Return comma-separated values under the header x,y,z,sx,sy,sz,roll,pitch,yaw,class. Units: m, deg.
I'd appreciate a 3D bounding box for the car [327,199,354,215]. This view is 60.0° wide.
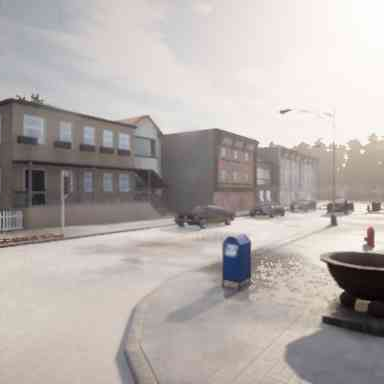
x,y,z,sx,sy,sz,roll,pitch,yaw,class
15.267,1.436,34.113,1.882,1.535,5.008,0,0,35,car

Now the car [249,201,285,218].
x,y,z,sx,sy,sz,roll,pitch,yaw,class
6.643,1.501,29.246,1.994,1.385,4.181,0,0,35,car

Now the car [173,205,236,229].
x,y,z,sx,sy,sz,roll,pitch,yaw,class
0.892,1.538,21.176,1.895,1.301,4.718,0,0,35,car

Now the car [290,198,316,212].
x,y,z,sx,sy,sz,roll,pitch,yaw,class
12.574,1.427,37.528,2.128,1.511,4.902,0,0,36,car
